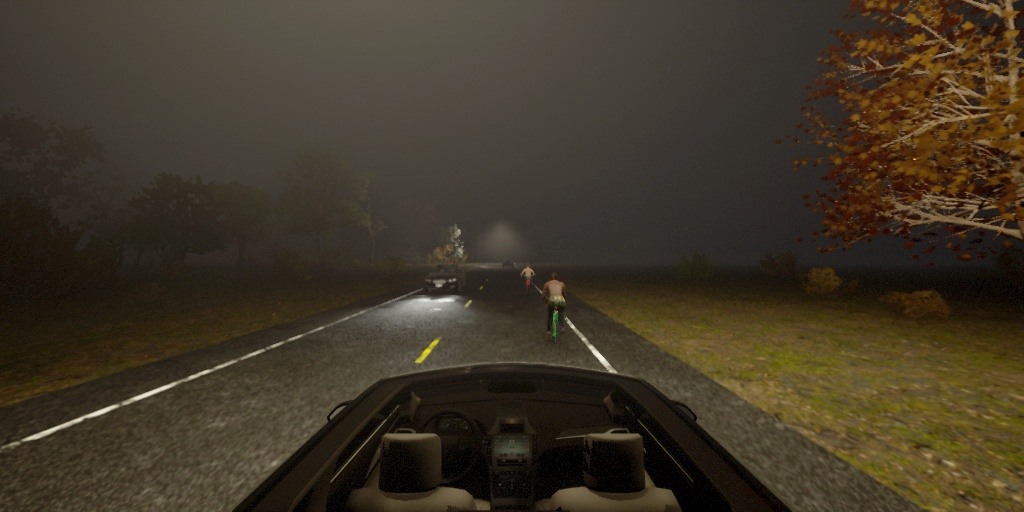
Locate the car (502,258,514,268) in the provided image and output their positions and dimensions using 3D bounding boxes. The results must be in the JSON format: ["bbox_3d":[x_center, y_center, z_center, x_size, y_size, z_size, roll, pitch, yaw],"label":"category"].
[{"bbox_3d":[-0.697,1.260,62.435,1.812,1.442,4.674,0,0,-1],"label":"car"}]

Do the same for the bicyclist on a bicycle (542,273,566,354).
[{"bbox_3d":[0.934,1.202,7.842,0.582,1.620,1.656,0,0,0],"label":"bicyclist on a bicycle"}]

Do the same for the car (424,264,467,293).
[{"bbox_3d":[-3.757,1.239,20.768,2.128,1.511,4.902,0,0,-1],"label":"car"}]

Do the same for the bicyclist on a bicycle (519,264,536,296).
[{"bbox_3d":[0.805,1.184,18.313,0.866,1.612,1.509,0,0,0],"label":"bicyclist on a bicycle"}]
